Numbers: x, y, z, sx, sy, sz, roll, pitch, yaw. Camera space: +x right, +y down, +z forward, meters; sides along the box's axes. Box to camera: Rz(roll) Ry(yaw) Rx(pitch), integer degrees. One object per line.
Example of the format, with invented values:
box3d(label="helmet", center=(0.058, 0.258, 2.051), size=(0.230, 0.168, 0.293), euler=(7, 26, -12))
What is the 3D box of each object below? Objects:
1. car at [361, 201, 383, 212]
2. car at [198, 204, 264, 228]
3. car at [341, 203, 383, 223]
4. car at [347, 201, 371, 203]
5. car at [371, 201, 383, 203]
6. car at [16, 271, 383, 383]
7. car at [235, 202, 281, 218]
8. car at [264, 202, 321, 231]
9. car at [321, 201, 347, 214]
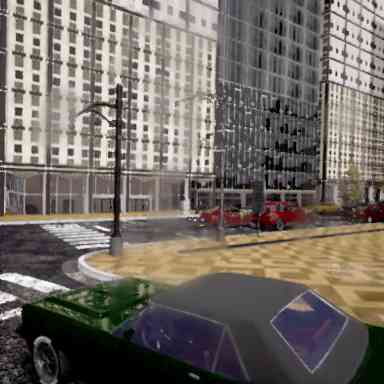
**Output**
box3d(label="car", center=(25.298, 1.926, 45.815), size=(4.206, 1.307, 1.802), euler=(1, 1, -34))
box3d(label="car", center=(2.634, 1.753, 23.847), size=(4.674, 1.442, 1.812), euler=(1, 1, -33))
box3d(label="car", center=(15.716, 1.961, 29.705), size=(4.507, 1.381, 1.887), euler=(1, 1, -34))
box3d(label="car", center=(20.621, 1.862, 42.612), size=(4.313, 1.339, 1.947), euler=(1, 1, -34))
box3d(label="car", center=(20.398, 1.779, 32.903), size=(5.009, 1.841, 2.192), euler=(1, 1, -34))
box3d(label="car", center=(0.111, 1.598, 3.605), size=(4.718, 1.301, 1.895), euler=(0, 0, 36))
box3d(label="car", center=(6.589, 1.703, 33.003), size=(4.403, 1.369, 2.008), euler=(1, 1, -34))
box3d(label="car", center=(6.367, 1.636, 23.295), size=(5.009, 1.841, 2.192), euler=(1, 1, -34))
box3d(label="car", center=(15.804, 1.772, 39.312), size=(4.829, 1.417, 1.752), euler=(1, 1, -34))
